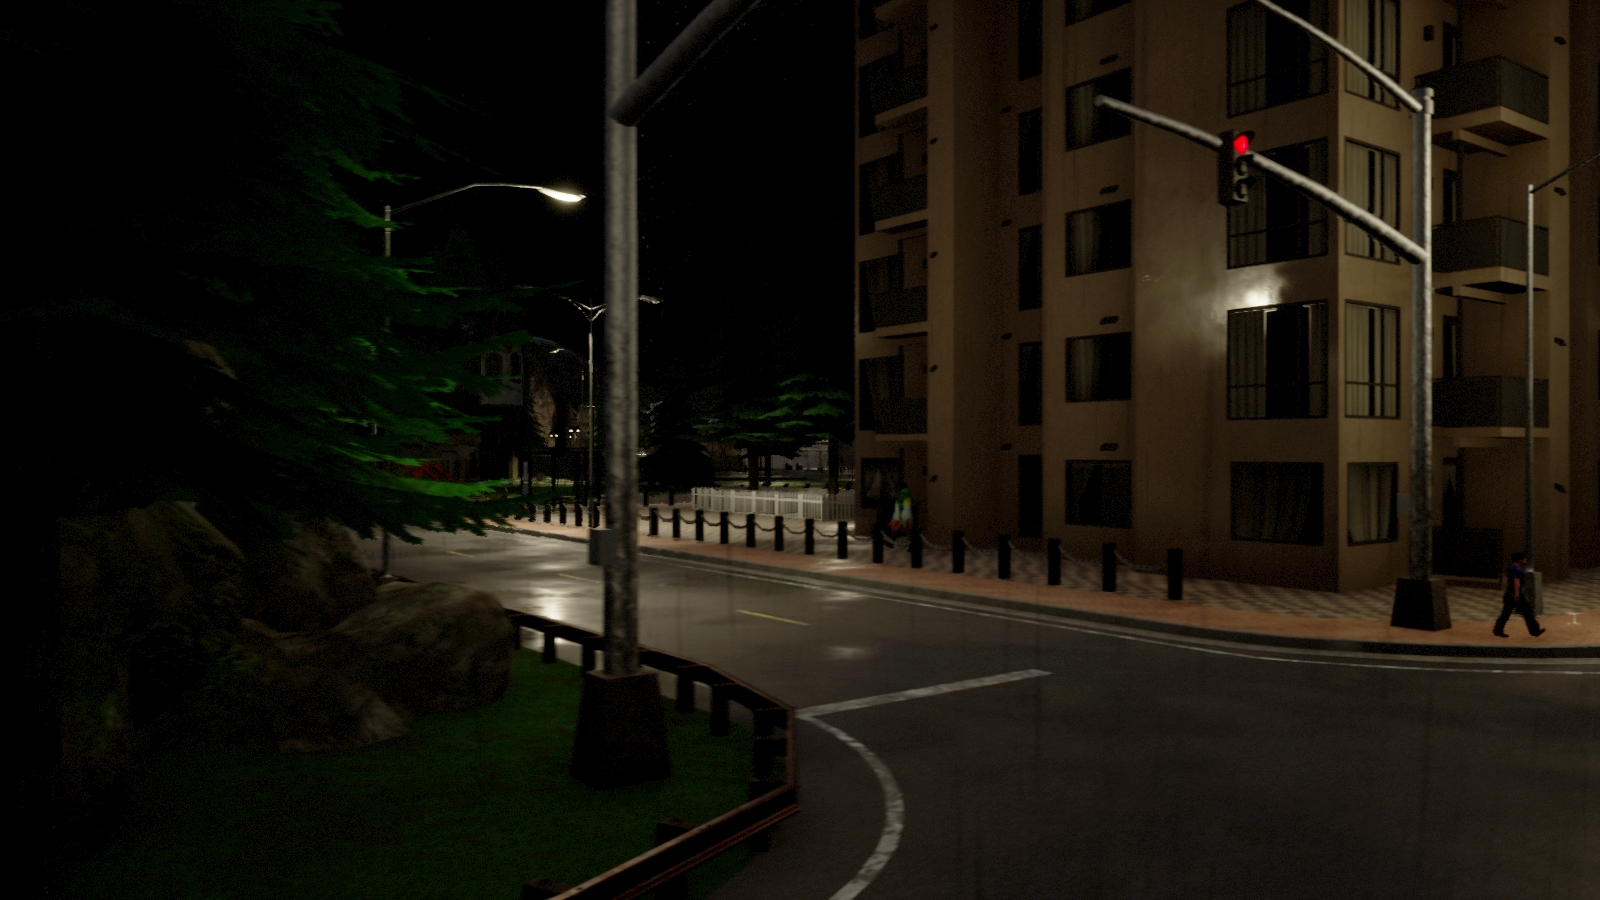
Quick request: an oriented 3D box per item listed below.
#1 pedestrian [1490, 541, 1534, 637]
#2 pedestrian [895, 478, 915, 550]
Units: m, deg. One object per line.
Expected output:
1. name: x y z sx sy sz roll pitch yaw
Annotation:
1. pedestrian: 10.041 1.954 16.119 0.375 1.300 0.375 0 0 0
2. pedestrian: 2.743 1.674 29.871 0.375 1.860 0.375 0 0 -36
